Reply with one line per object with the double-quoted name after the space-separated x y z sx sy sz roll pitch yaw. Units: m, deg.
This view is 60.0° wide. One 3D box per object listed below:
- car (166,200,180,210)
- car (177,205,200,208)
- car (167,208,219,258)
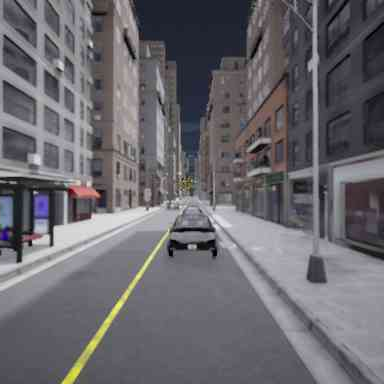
-2.961 2.074 52.555 2.128 1.511 4.902 0 -1 0 "car"
0.052 1.873 28.378 1.994 1.385 4.181 0 -1 0 "car"
0.036 1.639 13.502 2.128 1.511 4.902 0 0 1 "car"
